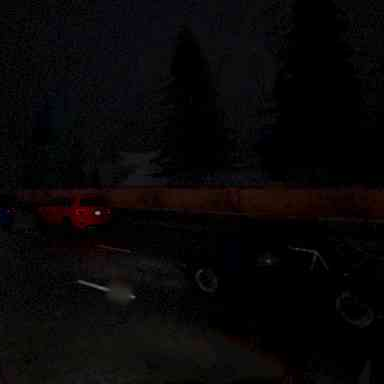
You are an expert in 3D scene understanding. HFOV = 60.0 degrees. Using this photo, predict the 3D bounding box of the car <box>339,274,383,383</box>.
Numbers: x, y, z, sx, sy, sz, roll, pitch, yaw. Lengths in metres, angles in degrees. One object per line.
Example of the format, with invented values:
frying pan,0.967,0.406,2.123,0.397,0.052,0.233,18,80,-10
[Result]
car,3.399,1.615,1.625,4.718,1.301,1.895,0,0,35

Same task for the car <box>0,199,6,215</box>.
car,-19.763,1.410,32.341,2.033,1.411,5.357,0,0,-40

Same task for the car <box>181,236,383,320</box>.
car,2.078,1.601,6.921,4.718,1.301,1.895,0,0,37

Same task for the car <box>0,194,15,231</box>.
car,-12.013,1.140,18.935,5.566,2.045,2.150,0,0,44

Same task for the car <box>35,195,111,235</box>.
car,-6.807,1.164,18.826,5.566,2.045,2.150,0,0,42
